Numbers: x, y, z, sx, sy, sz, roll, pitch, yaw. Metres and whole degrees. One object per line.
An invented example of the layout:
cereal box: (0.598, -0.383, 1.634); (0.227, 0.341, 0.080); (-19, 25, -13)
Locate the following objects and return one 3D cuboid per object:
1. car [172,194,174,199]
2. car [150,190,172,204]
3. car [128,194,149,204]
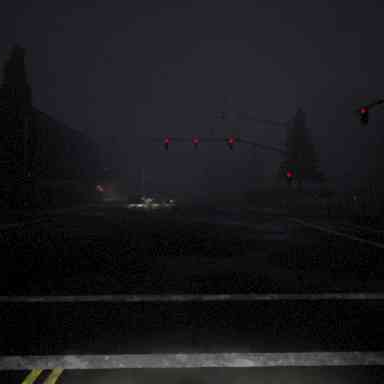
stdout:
car: (-4.717, 0.769, 66.345); (1.812, 1.442, 4.674); (0, 1, 0)
car: (-4.528, 0.646, 49.808); (2.150, 2.045, 5.566); (0, 1, -1)
car: (-7.917, 1.011, 47.794); (2.033, 1.411, 5.357); (0, 1, -1)
